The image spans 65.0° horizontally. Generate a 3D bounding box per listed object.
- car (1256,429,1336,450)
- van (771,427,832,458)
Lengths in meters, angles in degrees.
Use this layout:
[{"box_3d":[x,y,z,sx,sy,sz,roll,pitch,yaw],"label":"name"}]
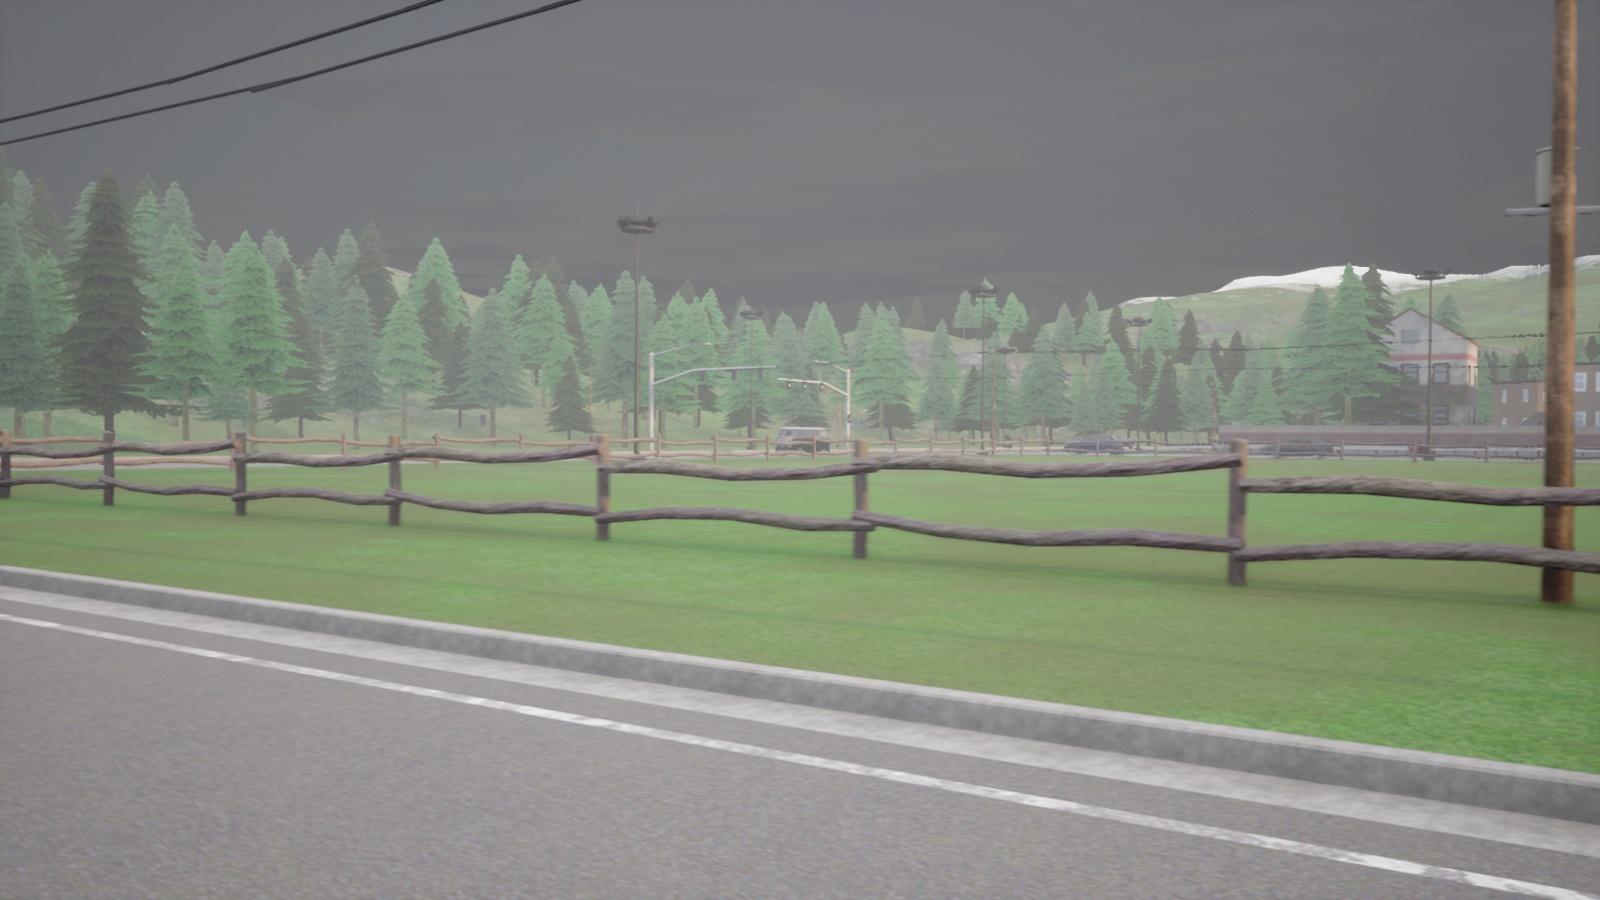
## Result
[{"box_3d":[34.868,-0.735,88.323,4.892,1.490,1.837,0,1,34],"label":"car"},{"box_3d":[0.129,-0.522,82.136,1.775,1.987,4.442,0,1,36],"label":"van"}]
